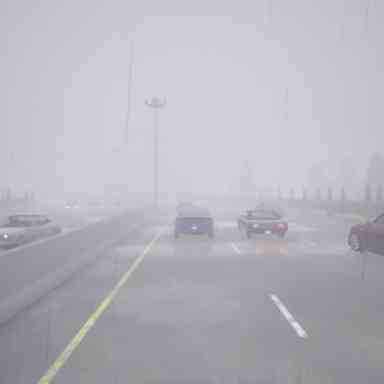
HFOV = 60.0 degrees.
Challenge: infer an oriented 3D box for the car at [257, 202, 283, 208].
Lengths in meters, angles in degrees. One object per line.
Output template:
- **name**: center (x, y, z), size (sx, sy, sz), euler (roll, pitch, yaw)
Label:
- **car**: center (6.845, 1.581, 30.253), size (2.033, 1.411, 5.357), euler (0, 0, -4)

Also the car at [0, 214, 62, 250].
- **car**: center (-7.106, 1.608, 13.563), size (1.895, 1.301, 4.718), euler (0, 0, 0)

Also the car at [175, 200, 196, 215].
- **car**: center (-0.755, 1.614, 36.186), size (1.994, 1.385, 4.181), euler (0, 0, -6)

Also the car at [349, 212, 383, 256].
- **car**: center (7.099, 1.357, 11.012), size (2.097, 1.767, 4.553), euler (0, 0, 0)

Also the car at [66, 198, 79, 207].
- **car**: center (-19.735, 1.714, 54.868), size (1.994, 1.385, 4.181), euler (0, 0, -20)

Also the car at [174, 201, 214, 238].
- **car**: center (0.099, 1.491, 17.741), size (1.882, 1.535, 5.008), euler (0, 0, 0)

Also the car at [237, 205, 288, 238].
- **car**: center (3.598, 1.615, 17.915), size (1.895, 1.301, 4.718), euler (0, 0, 0)

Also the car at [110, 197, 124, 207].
- **car**: center (-12.622, 1.639, 55.713), size (1.837, 1.490, 4.892), euler (0, 0, -19)

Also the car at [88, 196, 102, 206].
- **car**: center (-16.452, 1.500, 56.103), size (2.097, 1.767, 4.553), euler (0, 0, -20)
